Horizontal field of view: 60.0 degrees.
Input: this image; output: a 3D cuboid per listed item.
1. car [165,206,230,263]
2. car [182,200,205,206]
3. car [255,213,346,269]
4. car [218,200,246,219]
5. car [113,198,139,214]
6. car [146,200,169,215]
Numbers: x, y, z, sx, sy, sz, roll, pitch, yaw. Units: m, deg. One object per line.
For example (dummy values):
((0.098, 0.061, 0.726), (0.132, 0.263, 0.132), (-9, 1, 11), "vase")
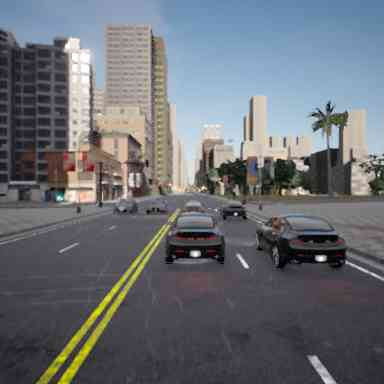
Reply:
((0.095, 1.470, 11.792), (1.837, 1.490, 4.892), (0, 0, 0), "car")
((0.105, 1.446, 28.384), (1.812, 1.442, 4.674), (0, 0, 0), "car")
((3.344, 1.470, 11.053), (1.837, 1.490, 4.892), (0, 0, 0), "car")
((3.336, 1.426, 27.727), (1.837, 1.490, 4.892), (0, 0, 0), "car")
((-6.568, 1.401, 33.545), (2.128, 1.511, 4.902), (0, 0, 0), "car")
((-3.324, 1.476, 32.692), (1.994, 1.385, 4.181), (0, 0, 0), "car")
